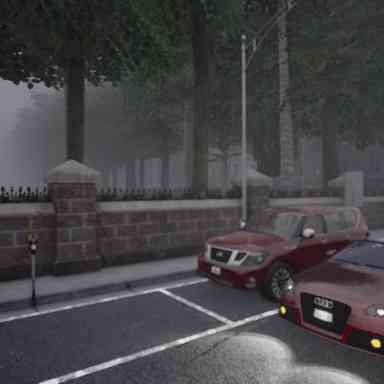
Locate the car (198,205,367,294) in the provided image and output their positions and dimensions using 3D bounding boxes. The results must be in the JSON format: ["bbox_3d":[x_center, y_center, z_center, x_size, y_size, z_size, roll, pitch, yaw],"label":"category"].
[{"bbox_3d":[2.542,1.297,8.353,5.009,1.841,2.192,0,0,-36],"label":"car"}]

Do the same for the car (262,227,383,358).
[{"bbox_3d":[3.468,1.548,5.834,4.181,1.385,1.994,0,0,-35],"label":"car"}]
